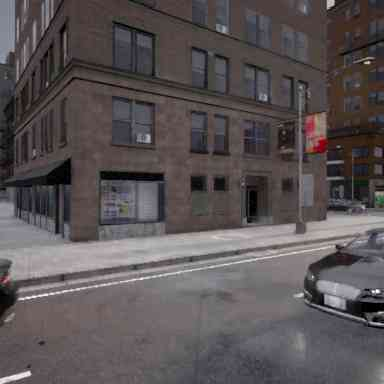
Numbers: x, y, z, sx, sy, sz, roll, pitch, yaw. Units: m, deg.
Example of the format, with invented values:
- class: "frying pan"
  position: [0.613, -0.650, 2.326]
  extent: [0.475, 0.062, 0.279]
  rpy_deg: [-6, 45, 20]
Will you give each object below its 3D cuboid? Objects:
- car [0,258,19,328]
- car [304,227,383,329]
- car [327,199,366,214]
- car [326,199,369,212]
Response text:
- class: "car"
  position: [-4.928, 1.505, 4.158]
  extent: [4.892, 1.490, 1.837]
  rpy_deg: [0, 0, -36]
- class: "car"
  position: [4.271, 1.493, 6.736]
  extent: [4.902, 1.511, 2.128]
  rpy_deg: [0, 0, -36]
- class: "car"
  position: [15.641, 1.485, 34.974]
  extent: [2.128, 1.511, 4.902]
  rpy_deg: [0, 0, -35]
- class: "car"
  position: [18.713, 1.580, 40.134]
  extent: [1.947, 1.339, 4.313]
  rpy_deg: [0, 0, -35]
